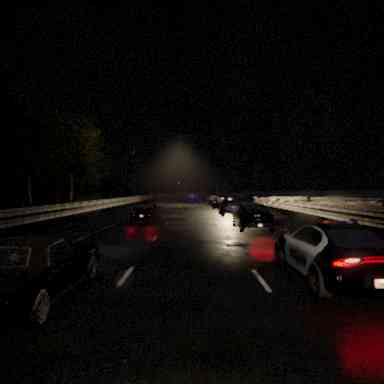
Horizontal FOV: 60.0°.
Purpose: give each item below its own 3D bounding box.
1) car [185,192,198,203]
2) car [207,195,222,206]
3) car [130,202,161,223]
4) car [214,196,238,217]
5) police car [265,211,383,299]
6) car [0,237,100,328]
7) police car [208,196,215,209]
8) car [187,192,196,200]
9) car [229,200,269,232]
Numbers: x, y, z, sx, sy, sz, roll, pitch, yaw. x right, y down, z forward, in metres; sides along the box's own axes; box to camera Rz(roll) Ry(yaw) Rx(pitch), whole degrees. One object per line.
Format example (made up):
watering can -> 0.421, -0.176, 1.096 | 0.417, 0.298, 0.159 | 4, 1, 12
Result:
car -> -0.024, 0.985, 61.870 | 2.150, 2.045, 5.566 | 0, 0, 0
car -> 3.479, 1.290, 52.480 | 2.128, 1.511, 4.902 | 0, 0, 0
car -> -3.413, 1.451, 24.739 | 1.812, 1.442, 4.674 | 0, 0, 0
car -> 3.488, 1.332, 30.480 | 2.033, 1.649, 4.856 | 0, 0, 0
police car -> 3.497, 1.484, 8.482 | 2.038, 1.542, 4.974 | 0, 0, 0
car -> -3.406, 1.584, 6.917 | 1.895, 1.301, 4.718 | 0, 0, 0
police car -> 3.484, 1.353, 41.480 | 2.038, 1.542, 4.974 | 0, 0, 0
car -> -0.031, 0.904, 78.094 | 2.097, 1.767, 4.553 | 0, 0, 0
car -> 3.492, 1.449, 19.481 | 1.837, 1.490, 4.892 | 0, 0, 0
